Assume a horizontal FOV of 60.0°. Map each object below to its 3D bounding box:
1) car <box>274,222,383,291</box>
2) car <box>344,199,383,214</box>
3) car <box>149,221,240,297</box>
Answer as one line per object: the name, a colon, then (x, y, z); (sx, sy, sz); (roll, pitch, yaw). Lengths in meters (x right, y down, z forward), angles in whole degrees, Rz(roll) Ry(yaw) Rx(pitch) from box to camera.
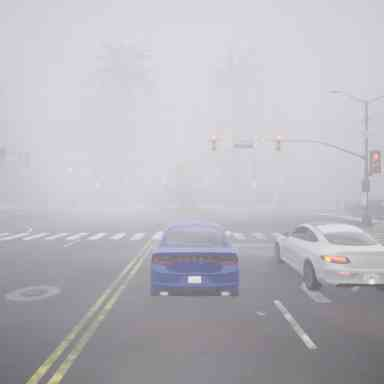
car: (3.563, 1.525, 8.901); (1.812, 1.442, 4.674); (0, 0, 0)
car: (18.149, 1.503, 34.127); (4.892, 1.490, 1.837); (0, 0, 0)
car: (0.062, 1.477, 8.650); (1.882, 1.535, 5.008); (0, 0, 0)
